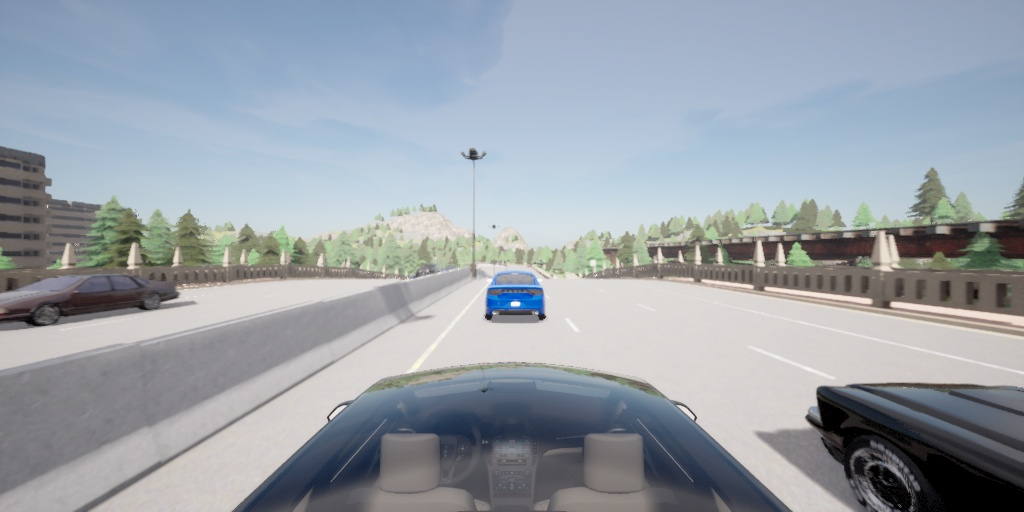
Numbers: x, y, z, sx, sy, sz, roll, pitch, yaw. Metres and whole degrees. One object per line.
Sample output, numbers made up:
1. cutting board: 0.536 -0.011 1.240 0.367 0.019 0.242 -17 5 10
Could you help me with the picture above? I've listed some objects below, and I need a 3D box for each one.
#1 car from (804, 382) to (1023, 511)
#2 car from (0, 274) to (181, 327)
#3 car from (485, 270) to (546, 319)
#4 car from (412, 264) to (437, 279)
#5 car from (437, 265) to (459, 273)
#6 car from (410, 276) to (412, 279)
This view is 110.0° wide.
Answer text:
1. car: 3.598 1.350 1.091 1.895 1.301 4.718 0 0 0
2. car: -14.098 1.316 11.835 2.033 1.411 5.357 0 0 0
3. car: 0.102 1.246 12.934 1.882 1.535 5.008 0 0 0
4. car: -10.565 1.998 45.797 2.150 2.045 5.566 0 -5 0
5. car: -7.075 1.964 42.154 1.882 1.535 5.008 0 -4 0
6. car: -14.034 3.239 54.895 2.033 1.411 5.357 0 -6 1
